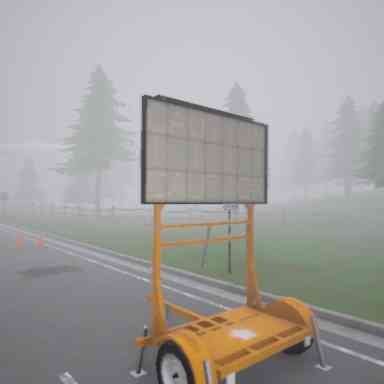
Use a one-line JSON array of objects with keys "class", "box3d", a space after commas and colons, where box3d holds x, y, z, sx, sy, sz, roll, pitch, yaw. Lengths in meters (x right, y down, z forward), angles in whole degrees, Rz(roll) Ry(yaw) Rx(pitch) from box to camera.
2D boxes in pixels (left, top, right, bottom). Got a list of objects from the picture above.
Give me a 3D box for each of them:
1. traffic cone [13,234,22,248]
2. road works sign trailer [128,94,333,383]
[{"class": "traffic cone", "box3d": [-7.903, 2.201, 15.095, 0.340, 0.580, 0.340, 2, -2, -40]}, {"class": "road works sign trailer", "box3d": [0.147, 0.577, 4.895, 2.380, 3.560, 2.880, 2, -2, -40]}]
